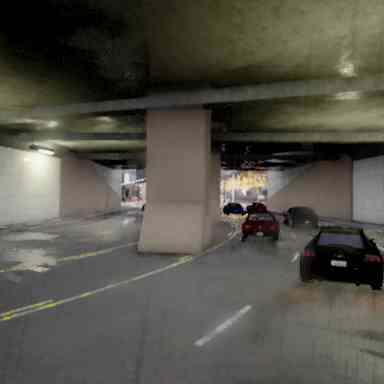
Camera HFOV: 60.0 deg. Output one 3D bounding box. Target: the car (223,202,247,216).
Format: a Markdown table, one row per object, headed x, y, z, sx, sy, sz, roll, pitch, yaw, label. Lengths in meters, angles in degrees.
| x | y | z | sx | sy | sz | roll | pitch | yaw | label |
| --- | --- | --- | --- | --- | --- | --- | --- | --- | --- |
| 4.801 | 1.947 | 38.987 | 1.882 | 1.535 | 5.008 | 1 | -1 | -1 | car |

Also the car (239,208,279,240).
| x | y | z | sx | sy | sz | roll | pitch | yaw | label |
| --- | --- | --- | --- | --- | --- | --- | --- | --- | --- |
| 3.933 | 1.847 | 18.862 | 1.895 | 1.301 | 4.718 | 1 | -1 | 13 | car |

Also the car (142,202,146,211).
| x | y | z | sx | sy | sz | roll | pitch | yaw | label |
| --- | --- | --- | --- | --- | --- | --- | --- | --- | --- |
| -6.047 | 2.003 | 48.045 | 1.994 | 1.385 | 4.181 | 1 | -1 | -1 | car |

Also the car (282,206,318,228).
| x | y | z | sx | sy | sz | roll | pitch | yaw | label |
| --- | --- | --- | --- | --- | --- | --- | --- | --- | --- |
| 8.199 | 1.872 | 25.558 | 1.837 | 1.490 | 4.892 | 1 | -1 | 4 | car |

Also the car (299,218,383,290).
| x | y | z | sx | sy | sz | roll | pitch | yaw | label |
| --- | --- | --- | --- | --- | --- | --- | --- | --- | --- |
| 4.395 | 1.721 | 9.829 | 1.994 | 1.385 | 4.181 | 0 | -1 | 25 | car |

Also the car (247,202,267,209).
| x | y | z | sx | sy | sz | roll | pitch | yaw | label |
| --- | --- | --- | --- | --- | --- | --- | --- | --- | --- |
| 8.117 | 2.019 | 42.196 | 1.882 | 1.535 | 5.008 | 1 | -1 | -1 | car |
